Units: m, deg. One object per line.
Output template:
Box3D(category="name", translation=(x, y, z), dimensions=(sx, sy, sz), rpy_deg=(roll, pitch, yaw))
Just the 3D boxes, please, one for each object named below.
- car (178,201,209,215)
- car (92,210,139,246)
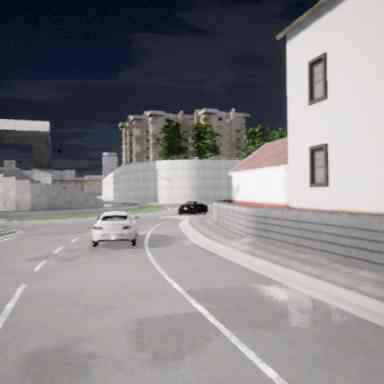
Box3D(category="car", translation=(0.222, 1.593, 34.192), dimensions=(1.994, 1.385, 4.181), rpy_deg=(-1, 0, 25))
Box3D(category="car", translation=(-3.479, 1.587, 15.557), dimensions=(1.812, 1.442, 4.674), rpy_deg=(-1, 0, -8))
